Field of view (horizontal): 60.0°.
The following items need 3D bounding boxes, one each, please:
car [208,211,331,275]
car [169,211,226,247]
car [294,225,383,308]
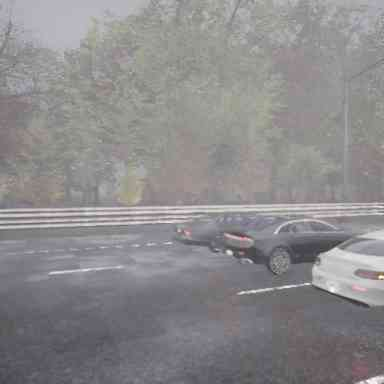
[{"bbox_3d":[3.229,1.457,10.146,4.902,1.511,2.128,0,0,-24],"label":"car"},{"bbox_3d":[1.805,1.482,13.346,5.357,1.411,2.033,0,0,-24],"label":"car"},{"bbox_3d":[4.646,1.518,6.953,4.674,1.442,1.812,0,0,-24],"label":"car"}]
